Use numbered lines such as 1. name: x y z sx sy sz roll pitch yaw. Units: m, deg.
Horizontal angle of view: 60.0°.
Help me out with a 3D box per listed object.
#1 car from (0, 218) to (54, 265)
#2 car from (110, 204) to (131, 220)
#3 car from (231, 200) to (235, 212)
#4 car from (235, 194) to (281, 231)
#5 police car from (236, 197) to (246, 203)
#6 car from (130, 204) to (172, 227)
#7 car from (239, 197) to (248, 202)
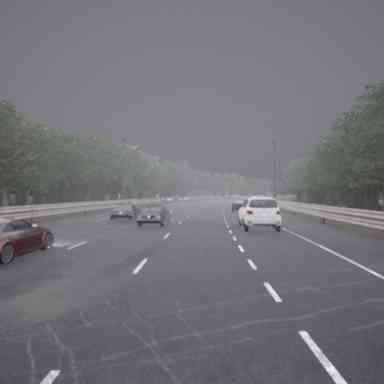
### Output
1. car: -6.661 1.615 11.871 1.994 1.385 4.181 0 0 2
2. car: -5.744 1.706 29.422 1.994 1.385 4.181 0 0 4
3. car: 5.925 1.692 41.895 1.882 1.535 5.008 0 0 6
4. car: 4.225 1.333 21.364 2.150 2.045 5.566 0 0 3
5. police car: 12.088 1.929 81.711 2.038 1.542 4.974 0 0 12
6. car: -2.630 1.663 23.849 2.033 1.411 5.357 0 0 4
7. car: 14.421 2.027 92.127 2.033 1.411 5.357 0 0 13
